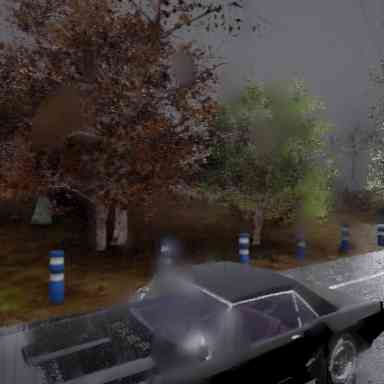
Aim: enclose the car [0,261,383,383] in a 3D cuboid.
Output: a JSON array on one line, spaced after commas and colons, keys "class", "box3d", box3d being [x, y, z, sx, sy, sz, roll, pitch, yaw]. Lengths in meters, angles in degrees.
[{"class": "car", "box3d": [0.081, 1.591, 3.694, 4.718, 1.301, 1.895, 0, 0, -35]}]
